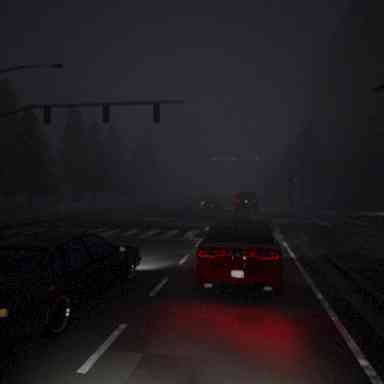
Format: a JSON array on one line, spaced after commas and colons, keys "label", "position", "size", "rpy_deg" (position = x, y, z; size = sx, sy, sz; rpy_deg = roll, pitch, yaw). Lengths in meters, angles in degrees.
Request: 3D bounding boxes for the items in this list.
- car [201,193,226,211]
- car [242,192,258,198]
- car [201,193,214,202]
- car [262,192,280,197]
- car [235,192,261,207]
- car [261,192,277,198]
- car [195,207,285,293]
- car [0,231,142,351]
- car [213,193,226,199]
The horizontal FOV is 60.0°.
[{"label": "car", "position": [2.392, 1.187, 36.106], "size": [1.882, 1.535, 5.008], "rpy_deg": [0, 1, 10]}, {"label": "car", "position": [14.653, 0.795, 83.912], "size": [1.812, 1.442, 4.674], "rpy_deg": [0, 1, 39]}, {"label": "car", "position": [2.886, 0.976, 60.906], "size": [1.837, 1.490, 4.892], "rpy_deg": [0, 1, 10]}, {"label": "car", "position": [21.757, 0.676, 91.256], "size": [5.008, 1.535, 1.882], "rpy_deg": [0, 1, -36]}, {"label": "car", "position": [5.431, 0.969, 33.077], "size": [2.150, 2.045, 5.566], "rpy_deg": [0, 0, 10]}, {"label": "car", "position": [18.661, 0.753, 83.375], "size": [1.882, 1.535, 5.008], "rpy_deg": [0, 1, 39]}, {"label": "car", "position": [1.298, 1.400, 8.826], "size": [1.882, 1.535, 5.008], "rpy_deg": [0, 0, 10]}, {"label": "car", "position": [-2.650, 1.490, 6.553], "size": [2.033, 1.411, 5.357], "rpy_deg": [0, 1, 10]}, {"label": "car", "position": [6.373, 0.865, 76.050], "size": [1.812, 1.442, 4.674], "rpy_deg": [0, 1, 18]}]
